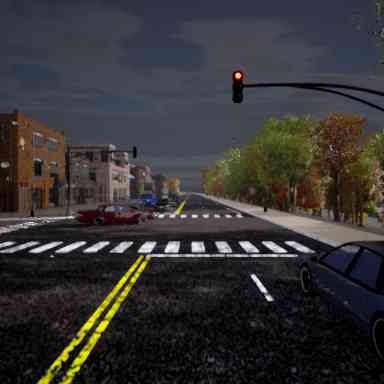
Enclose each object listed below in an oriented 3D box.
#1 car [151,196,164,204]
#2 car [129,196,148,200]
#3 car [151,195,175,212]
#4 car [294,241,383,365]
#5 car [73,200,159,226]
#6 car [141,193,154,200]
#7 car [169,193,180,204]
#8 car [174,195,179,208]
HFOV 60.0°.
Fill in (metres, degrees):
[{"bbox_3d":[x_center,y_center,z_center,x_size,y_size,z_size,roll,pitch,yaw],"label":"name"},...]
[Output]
[{"bbox_3d":[-6.573,1.504,63.563,1.812,1.442,4.674,0,0,1],"label":"car"},{"bbox_3d":[-6.581,1.533,37.396,2.033,1.411,5.357,0,0,0],"label":"car"},{"bbox_3d":[-3.327,1.490,38.693,1.837,1.490,4.892,0,0,0],"label":"car"},{"bbox_3d":[3.356,1.545,5.583,2.033,1.411,5.357,0,0,0],"label":"car"},{"bbox_3d":[-5.326,1.536,23.052,5.357,1.411,2.033,0,0,-29],"label":"car"},{"bbox_3d":[-6.594,1.206,48.901,2.150,2.045,5.566,0,0,0],"label":"car"},{"bbox_3d":[-3.352,1.196,60.736,2.150,2.045,5.566,0,1,0],"label":"car"},{"bbox_3d":[-3.339,1.547,48.608,1.994,1.385,4.181,0,0,1],"label":"car"}]
